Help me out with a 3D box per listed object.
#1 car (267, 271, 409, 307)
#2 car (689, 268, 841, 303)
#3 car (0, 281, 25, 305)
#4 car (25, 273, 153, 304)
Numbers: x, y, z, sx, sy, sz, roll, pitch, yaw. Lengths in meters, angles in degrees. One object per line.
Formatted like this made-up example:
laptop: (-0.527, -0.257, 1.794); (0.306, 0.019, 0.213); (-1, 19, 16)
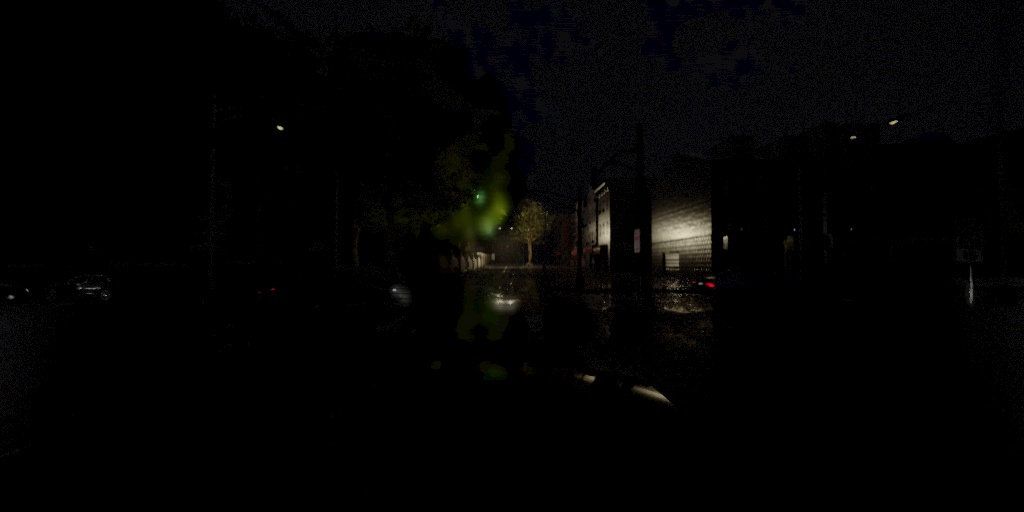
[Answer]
car: (-7.215, 1.351, 15.168); (5.357, 1.411, 2.033); (0, -1, 0)
car: (10.455, 1.204, 15.119); (5.357, 1.411, 2.033); (0, -1, 0)
car: (-23.547, 1.483, 15.218); (4.674, 1.442, 1.812); (0, -1, 0)
car: (-20.546, 1.524, 17.833); (4.403, 1.370, 2.007); (0, 0, 0)
